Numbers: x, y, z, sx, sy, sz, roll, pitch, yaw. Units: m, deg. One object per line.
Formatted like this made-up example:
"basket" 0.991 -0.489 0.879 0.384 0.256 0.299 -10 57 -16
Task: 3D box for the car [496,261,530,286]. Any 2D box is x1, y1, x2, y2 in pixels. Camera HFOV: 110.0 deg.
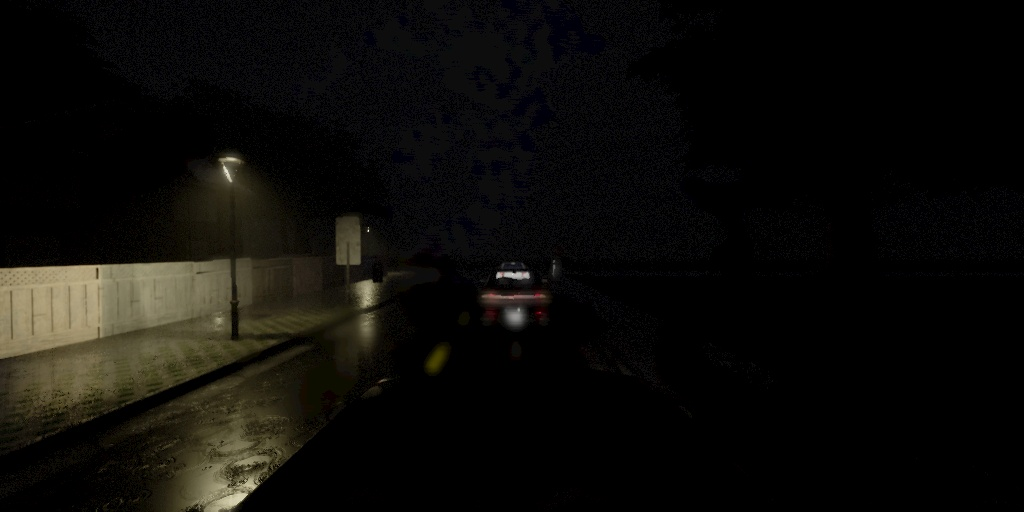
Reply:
"car" 0.046 1.012 22.403 1.895 1.301 4.718 0 1 0

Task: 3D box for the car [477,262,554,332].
"car" 0.077 1.101 10.334 2.128 1.511 4.902 0 1 0
